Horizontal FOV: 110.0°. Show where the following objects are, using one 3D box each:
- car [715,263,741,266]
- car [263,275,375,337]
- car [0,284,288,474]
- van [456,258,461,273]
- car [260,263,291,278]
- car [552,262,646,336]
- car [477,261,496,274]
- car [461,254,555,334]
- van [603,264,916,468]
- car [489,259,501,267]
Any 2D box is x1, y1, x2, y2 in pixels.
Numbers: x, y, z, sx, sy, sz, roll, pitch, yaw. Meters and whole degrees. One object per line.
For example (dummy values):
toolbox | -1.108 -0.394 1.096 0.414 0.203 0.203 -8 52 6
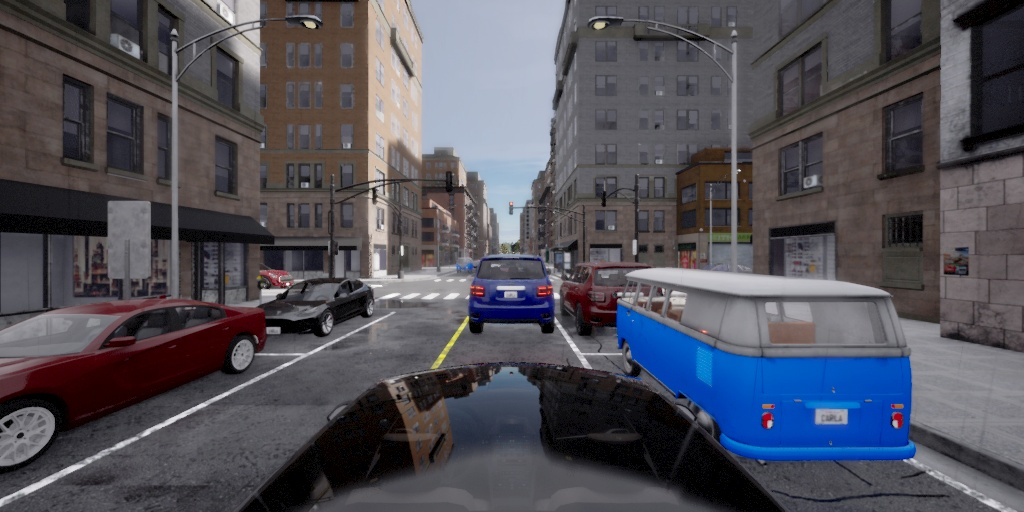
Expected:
car | 14.678 1.224 25.239 5.357 1.411 2.033 0 0 0
car | -5.412 1.315 10.292 1.948 1.339 4.313 0 0 0
car | -5.392 1.295 4.781 1.888 1.381 4.507 0 0 0
van | -5.547 1.084 42.255 1.690 1.789 3.998 0 0 0
car | -16.090 1.163 22.133 4.553 1.767 2.097 0 0 0
car | 2.613 1.064 10.321 2.192 1.841 5.009 0 0 0
car | -2.992 1.307 42.971 1.994 1.385 4.181 0 0 0
car | 0.033 0.971 10.821 2.150 2.045 5.566 0 0 1
van | 2.633 1.090 4.809 1.690 1.789 3.998 0 0 0
car | -3.026 1.245 64.791 1.837 1.490 4.892 0 -1 0
